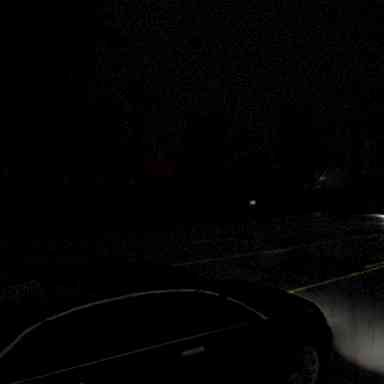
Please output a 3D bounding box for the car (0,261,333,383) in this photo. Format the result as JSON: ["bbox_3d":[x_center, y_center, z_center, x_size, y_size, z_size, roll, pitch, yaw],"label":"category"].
[{"bbox_3d":[-0.535,1.502,3.366,4.892,1.490,1.837,0,0,-35],"label":"car"}]
